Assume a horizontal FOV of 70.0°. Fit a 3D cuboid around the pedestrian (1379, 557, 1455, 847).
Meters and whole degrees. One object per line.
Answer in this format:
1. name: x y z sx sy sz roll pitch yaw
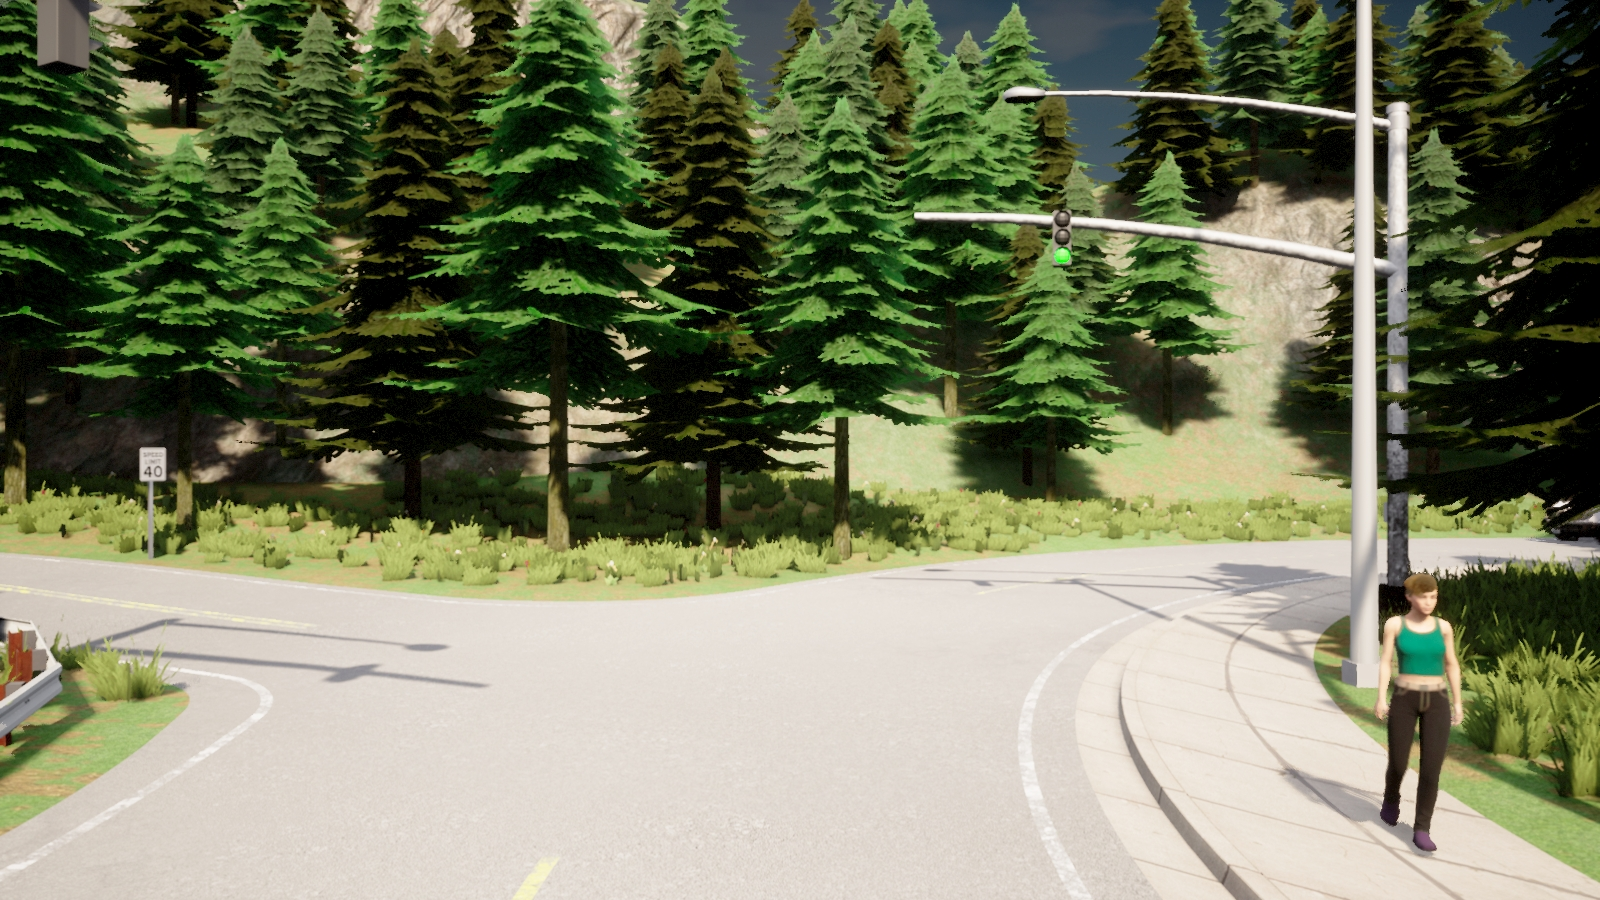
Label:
1. pedestrian: 4.168 1.674 7.731 0.375 1.860 0.375 0 0 15
